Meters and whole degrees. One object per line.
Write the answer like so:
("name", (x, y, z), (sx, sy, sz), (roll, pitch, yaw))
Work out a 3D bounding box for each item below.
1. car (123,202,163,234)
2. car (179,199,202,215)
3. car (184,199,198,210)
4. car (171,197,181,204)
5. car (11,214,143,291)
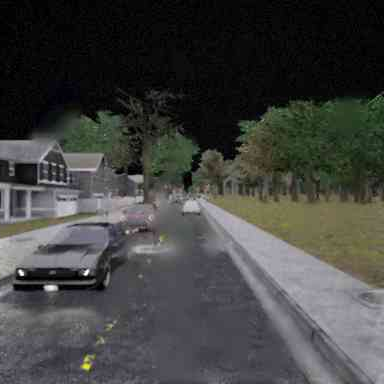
("car", (-2.936, 1.415, 19.731), (2.097, 1.767, 4.553), (0, 0, 0))
("car", (-0.072, 1.619, 34.574), (1.812, 1.442, 4.674), (0, 0, 0))
("car", (-0.136, 1.719, 46.071), (1.895, 1.301, 4.718), (0, 0, 0))
("car", (-3.109, 1.713, 66.160), (1.994, 1.385, 4.181), (0, 0, 0))
("car", (-2.883, 1.583, 9.447), (2.033, 1.411, 5.357), (0, 0, 0))
